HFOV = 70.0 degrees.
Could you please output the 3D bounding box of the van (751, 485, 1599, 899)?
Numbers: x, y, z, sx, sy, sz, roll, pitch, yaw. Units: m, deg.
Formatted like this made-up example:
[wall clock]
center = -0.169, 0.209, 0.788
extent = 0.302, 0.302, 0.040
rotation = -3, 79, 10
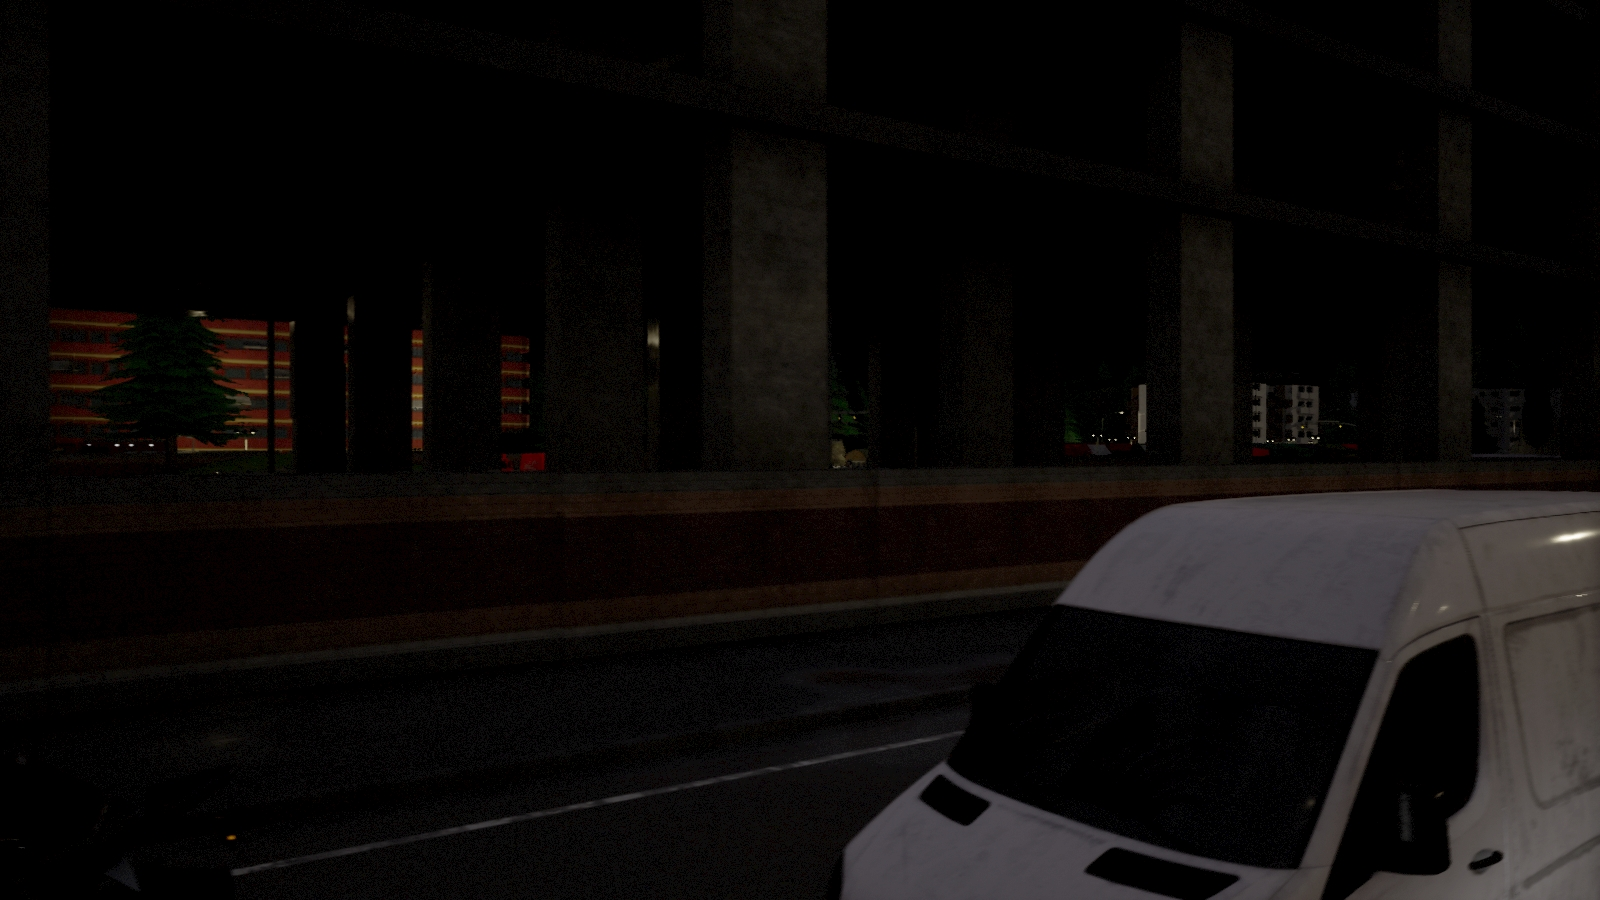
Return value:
[van]
center = 2.782, 1.534, 5.730
extent = 5.915, 2.561, 1.988
rotation = 0, 0, -35
